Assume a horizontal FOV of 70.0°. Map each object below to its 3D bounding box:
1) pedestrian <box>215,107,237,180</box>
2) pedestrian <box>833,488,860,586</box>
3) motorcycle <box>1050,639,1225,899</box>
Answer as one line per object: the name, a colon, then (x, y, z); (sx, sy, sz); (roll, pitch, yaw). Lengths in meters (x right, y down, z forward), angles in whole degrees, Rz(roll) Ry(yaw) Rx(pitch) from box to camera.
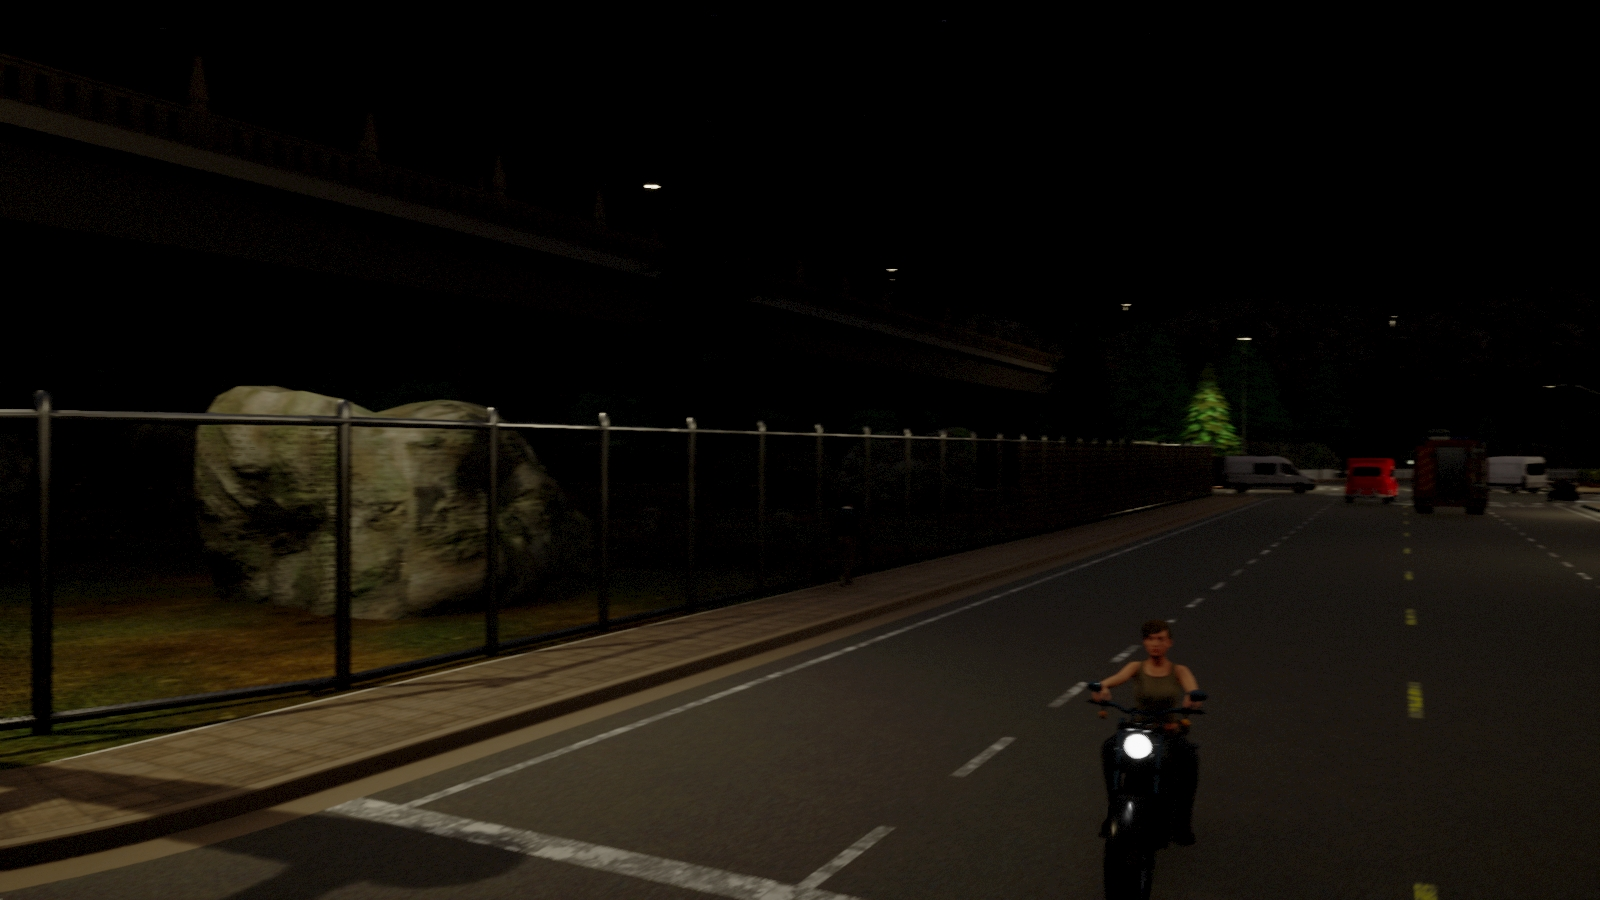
pedestrian: (-15.558, -8.303, 30.975); (0.375, 1.860, 0.375); (0, 0, 28)
pedestrian: (0.901, 1.668, 22.108); (0.375, 1.860, 0.375); (0, 0, 31)
motorcycle: (2.307, 2.114, 7.572); (0.764, 1.307, 2.356); (0, 0, 25)
